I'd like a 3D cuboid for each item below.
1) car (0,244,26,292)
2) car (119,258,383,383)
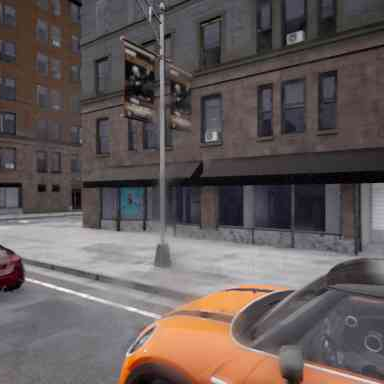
[{"bbox_3d":[-5.757,1.574,7.774,4.181,1.385,1.994,0,0,36],"label":"car"},{"bbox_3d":[1.535,1.352,2.591,4.553,1.767,2.097,0,0,35],"label":"car"}]
